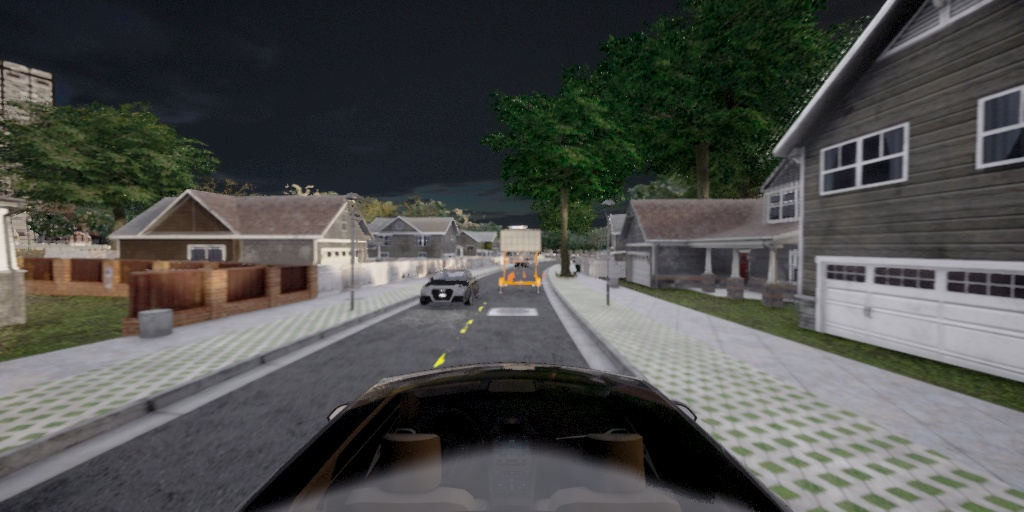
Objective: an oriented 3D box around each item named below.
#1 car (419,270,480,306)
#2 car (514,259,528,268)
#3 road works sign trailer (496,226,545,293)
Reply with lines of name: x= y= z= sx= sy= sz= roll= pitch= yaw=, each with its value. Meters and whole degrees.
car: x=-2.535 y=1.289 z=15.440 sx=1.994 sy=1.385 sz=4.181 roll=0 pitch=0 yaw=2
car: x=1.560 y=1.221 z=58.455 sx=2.033 sy=1.411 sz=5.357 roll=0 pitch=0 yaw=9
road works sign trailer: x=0.486 y=0.193 z=20.453 sx=2.380 sy=3.560 sz=2.880 roll=0 pitch=0 yaw=3
